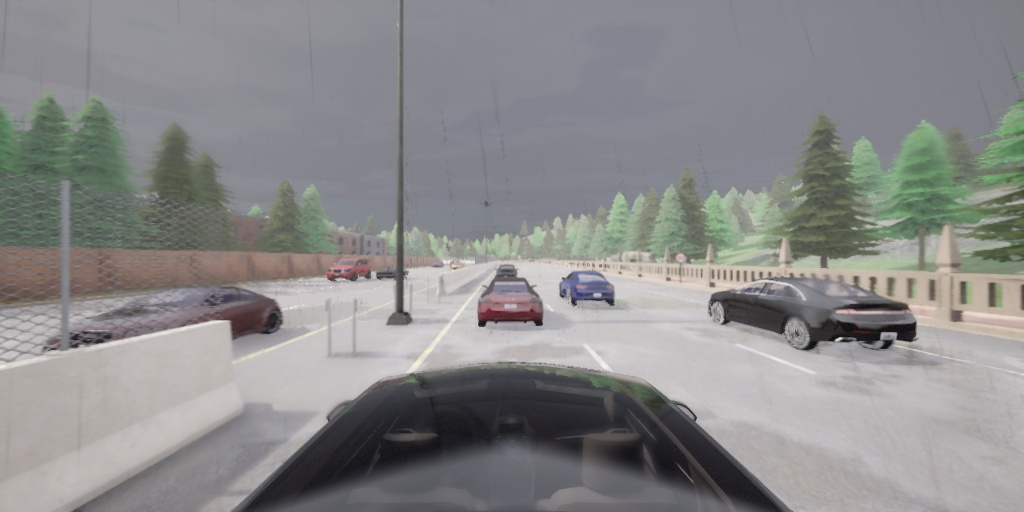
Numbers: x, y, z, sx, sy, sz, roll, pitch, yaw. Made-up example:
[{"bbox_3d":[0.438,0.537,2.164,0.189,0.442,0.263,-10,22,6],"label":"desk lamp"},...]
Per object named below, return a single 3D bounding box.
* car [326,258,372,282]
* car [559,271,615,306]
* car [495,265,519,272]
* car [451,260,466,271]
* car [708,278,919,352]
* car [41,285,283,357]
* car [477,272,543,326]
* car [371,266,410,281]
[{"bbox_3d":[-14.668,1.227,32.727,2.150,2.045,5.566,0,0,-1],"label":"car"},{"bbox_3d":[3.315,1.386,16.395,1.812,1.442,4.674,0,0,-1],"label":"car"},{"bbox_3d":[-0.452,1.491,31.722,1.837,1.490,4.892,0,0,-1],"label":"car"},{"bbox_3d":[-7.991,1.645,54.169,1.882,1.535,5.008,0,0,-1],"label":"car"},{"bbox_3d":[6.983,1.293,9.113,2.128,1.511,4.902,0,0,-1],"label":"car"},{"bbox_3d":[-7.181,1.371,8.020,1.994,1.385,4.181,0,-1,-1],"label":"car"},{"bbox_3d":[-0.082,1.395,12.068,1.994,1.385,4.181,0,0,-1],"label":"car"},{"bbox_3d":[-11.184,1.613,33.783,1.895,1.301,4.718,0,0,-1],"label":"car"}]
